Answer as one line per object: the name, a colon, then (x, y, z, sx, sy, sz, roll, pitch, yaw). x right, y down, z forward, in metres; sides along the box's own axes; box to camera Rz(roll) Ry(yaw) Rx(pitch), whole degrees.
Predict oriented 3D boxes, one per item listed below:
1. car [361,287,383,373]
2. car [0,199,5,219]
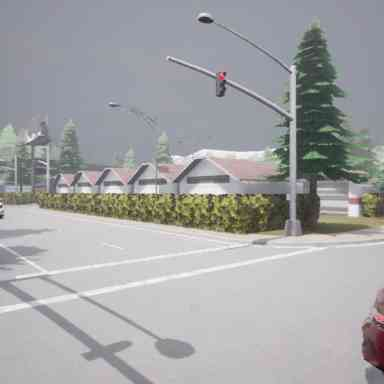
car: (3.867, 1.577, 2.560, 1.812, 1.442, 4.674, 0, 1, -40)
car: (-17.470, 1.141, 28.087, 2.150, 2.045, 5.566, 0, 1, -40)
